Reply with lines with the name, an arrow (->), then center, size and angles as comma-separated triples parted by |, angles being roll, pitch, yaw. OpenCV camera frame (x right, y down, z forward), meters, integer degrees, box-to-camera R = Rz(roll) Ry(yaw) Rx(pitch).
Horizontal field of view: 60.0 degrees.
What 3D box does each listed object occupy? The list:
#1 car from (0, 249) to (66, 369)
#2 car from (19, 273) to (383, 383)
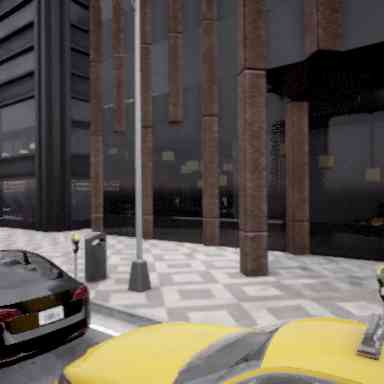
car -> -3.482, 1.632, 5.457 | 4.313, 1.339, 1.947 | -1, -1, 36
car -> 0.949, 1.531, 2.288 | 4.829, 1.417, 1.752 | -1, -1, 36
